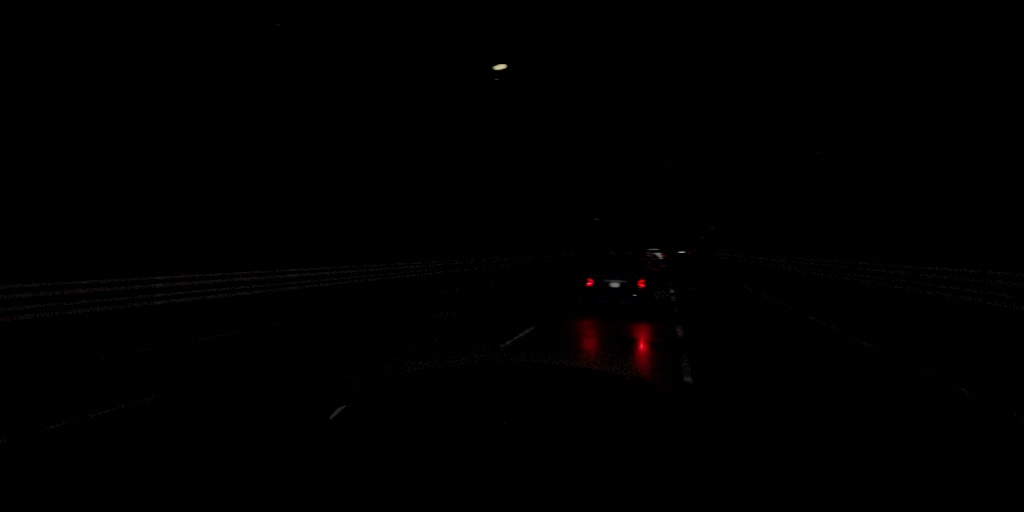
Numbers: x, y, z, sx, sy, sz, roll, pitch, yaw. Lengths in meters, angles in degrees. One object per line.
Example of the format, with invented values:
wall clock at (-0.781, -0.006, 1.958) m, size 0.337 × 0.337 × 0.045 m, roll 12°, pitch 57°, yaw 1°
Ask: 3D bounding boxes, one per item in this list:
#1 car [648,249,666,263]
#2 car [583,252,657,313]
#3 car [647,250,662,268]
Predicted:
car at (19.814, -0.008, 49.872) m, size 2.150 × 2.045 × 5.566 m, roll 0°, pitch 1°, yaw 25°
car at (4.029, 0.876, 13.120) m, size 2.097 × 1.767 × 4.553 m, roll 0°, pitch 1°, yaw 23°
car at (15.350, 0.454, 39.768) m, size 1.882 × 1.535 × 5.008 m, roll 0°, pitch 1°, yaw 23°
